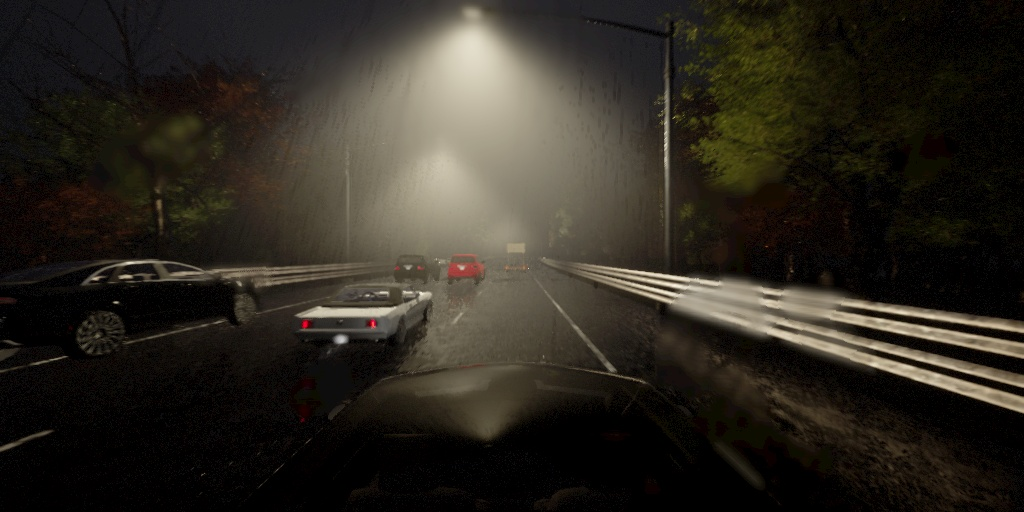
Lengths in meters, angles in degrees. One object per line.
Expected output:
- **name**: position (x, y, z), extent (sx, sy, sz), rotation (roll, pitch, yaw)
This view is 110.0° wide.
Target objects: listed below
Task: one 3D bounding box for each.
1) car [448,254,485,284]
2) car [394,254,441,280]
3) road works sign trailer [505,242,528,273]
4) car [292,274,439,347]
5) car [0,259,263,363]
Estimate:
- **car**: position (-3.236, 0.903, 26.185), extent (2.150, 2.045, 5.566), rotation (0, 0, 1)
- **car**: position (-6.725, 0.901, 26.094), extent (2.150, 2.045, 5.566), rotation (0, 0, 1)
- **road works sign trailer**: position (0.453, 0.094, 42.256), extent (2.380, 3.560, 2.880), rotation (0, 0, 2)
- **car**: position (-3.350, 1.334, 9.197), extent (1.895, 1.301, 4.718), rotation (0, 0, -1)
- **car**: position (-6.953, 0.812, 6.666), extent (2.128, 1.511, 4.902), rotation (-3, 0, 0)
